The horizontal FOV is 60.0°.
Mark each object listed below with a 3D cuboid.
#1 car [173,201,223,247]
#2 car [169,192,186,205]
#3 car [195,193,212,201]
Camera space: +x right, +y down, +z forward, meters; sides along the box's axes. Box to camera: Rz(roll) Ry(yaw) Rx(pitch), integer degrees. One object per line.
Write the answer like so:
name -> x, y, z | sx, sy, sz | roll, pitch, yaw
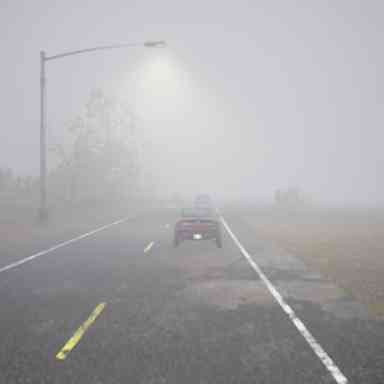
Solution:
car -> 0.249, 1.338, 14.232 | 1.837, 1.490, 4.892 | 0, 0, 1
car -> -1.975, 0.840, 46.218 | 2.097, 1.767, 4.553 | 0, 1, 4
car -> 1.446, 0.883, 43.065 | 2.097, 1.767, 4.553 | 0, 1, 4
